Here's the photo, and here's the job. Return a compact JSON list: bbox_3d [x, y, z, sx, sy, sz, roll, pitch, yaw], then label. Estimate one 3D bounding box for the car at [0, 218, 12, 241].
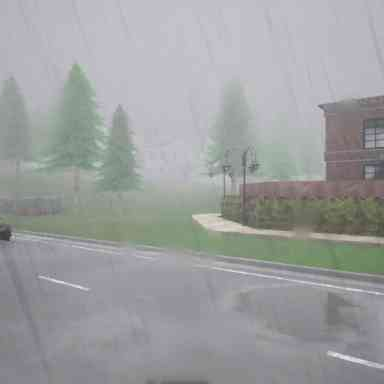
[{"bbox_3d":[-10.204,1.564,15.425,4.181,1.385,1.994,0,0,35],"label":"car"}]
